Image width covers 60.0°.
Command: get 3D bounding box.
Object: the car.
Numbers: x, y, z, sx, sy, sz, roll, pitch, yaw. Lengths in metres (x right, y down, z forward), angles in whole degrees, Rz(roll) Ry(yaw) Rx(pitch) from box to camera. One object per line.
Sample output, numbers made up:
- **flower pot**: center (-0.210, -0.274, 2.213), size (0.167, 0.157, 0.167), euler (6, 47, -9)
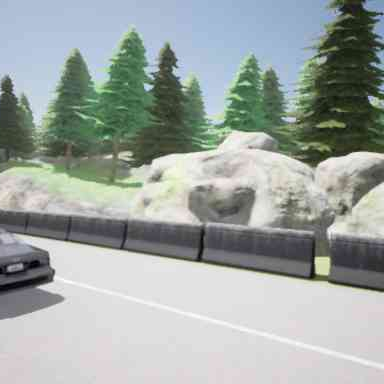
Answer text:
- **car**: center (-5.439, 1.491, 7.870), size (5.357, 1.411, 2.033), euler (0, 0, 36)
